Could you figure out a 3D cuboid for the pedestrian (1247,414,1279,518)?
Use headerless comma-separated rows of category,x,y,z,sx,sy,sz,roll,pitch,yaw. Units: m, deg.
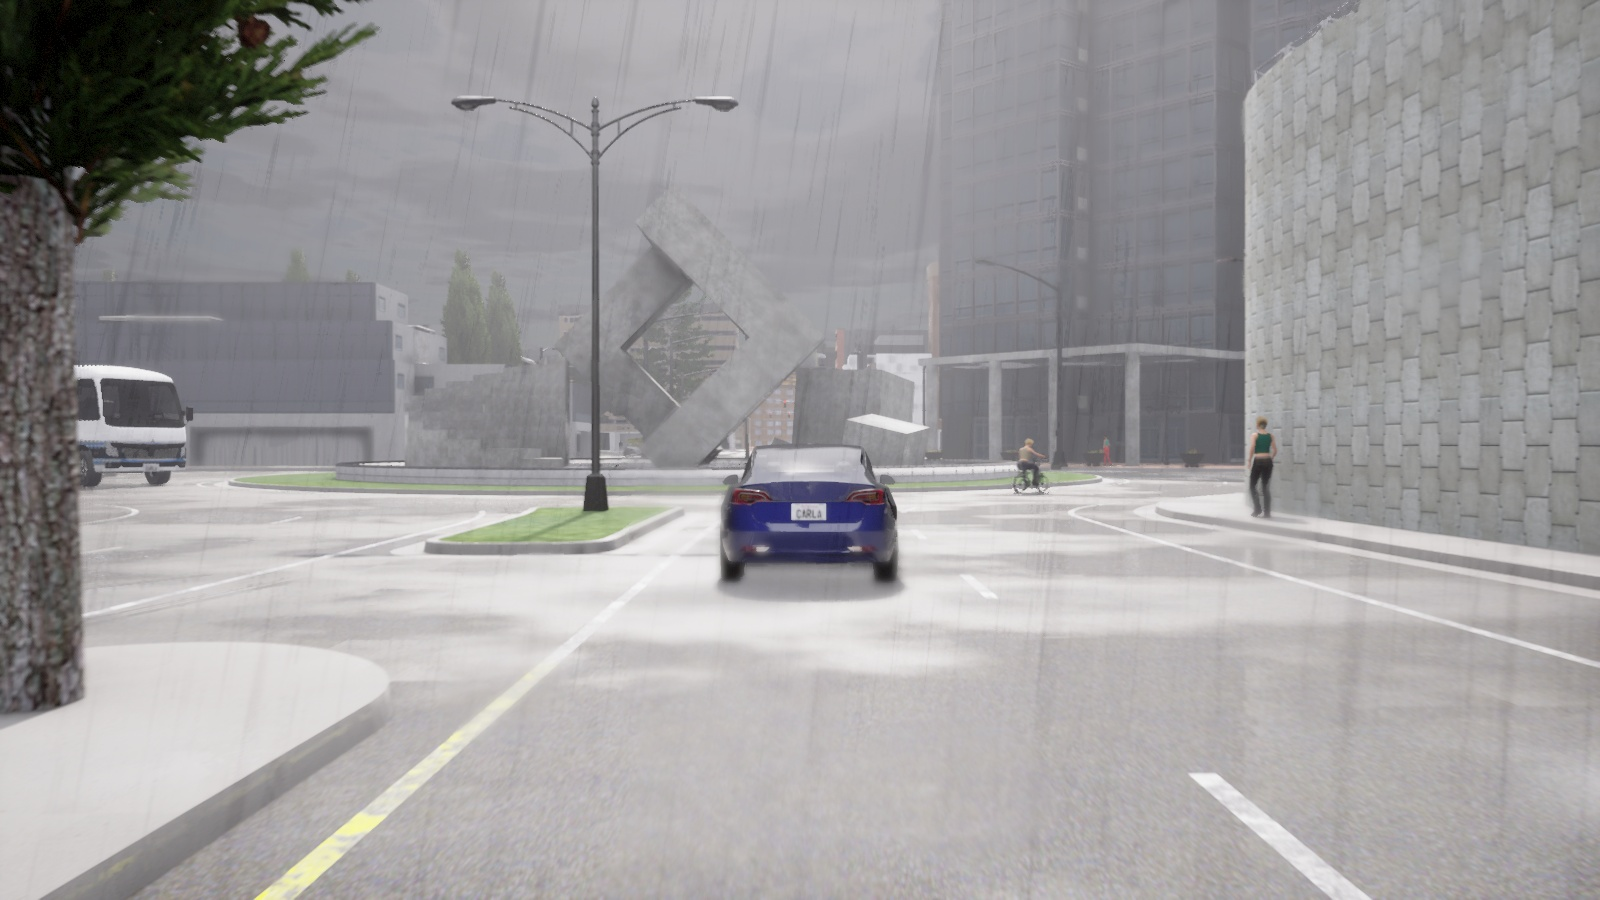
pedestrian,8.245,0.282,22.382,0.345,1.836,0.594,0,0,0

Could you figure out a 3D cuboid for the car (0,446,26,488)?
car,-28.226,0.550,42.200,4.181,1.385,1.994,0,0,29

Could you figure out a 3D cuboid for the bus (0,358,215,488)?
bus,-26.339,-0.906,45.255,10.273,4.253,3.944,0,0,26

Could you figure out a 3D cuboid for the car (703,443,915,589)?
car,0.111,0.661,15.224,2.163,1.488,4.792,0,0,1

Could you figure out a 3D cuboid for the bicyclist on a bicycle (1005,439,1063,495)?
bicyclist on a bicycle,6.860,0.481,36.857,1.509,1.612,0.866,0,-1,-38
